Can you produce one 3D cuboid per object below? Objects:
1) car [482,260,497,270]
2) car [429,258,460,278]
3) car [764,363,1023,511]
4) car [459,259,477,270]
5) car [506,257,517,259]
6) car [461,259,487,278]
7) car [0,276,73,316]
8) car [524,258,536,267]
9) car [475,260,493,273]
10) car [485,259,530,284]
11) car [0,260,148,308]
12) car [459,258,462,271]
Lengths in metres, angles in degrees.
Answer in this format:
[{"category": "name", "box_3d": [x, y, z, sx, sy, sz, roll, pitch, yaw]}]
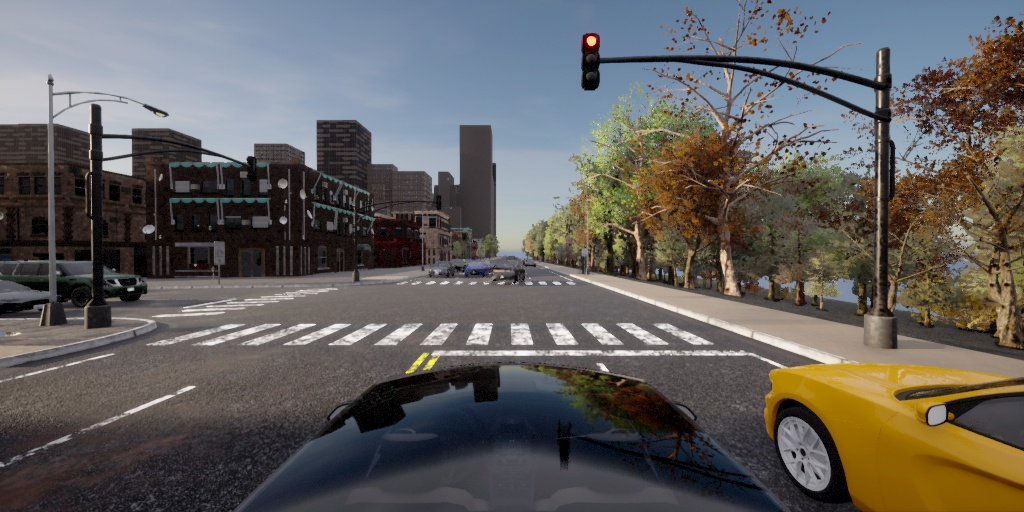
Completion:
[{"category": "car", "box_3d": [-3.388, 1.332, 54.362, 1.895, 1.301, 4.718, 0, 0, 0]}, {"category": "car", "box_3d": [-6.630, 1.231, 34.305, 2.128, 1.511, 4.902, 0, 0, 0]}, {"category": "car", "box_3d": [3.351, 1.228, 1.397, 1.882, 1.535, 5.008, 0, 0, 0]}, {"category": "car", "box_3d": [-6.642, 1.222, 54.548, 2.128, 1.511, 4.902, 0, 0, 0]}, {"category": "car", "box_3d": [0.025, 1.290, 64.523, 1.994, 1.385, 4.181, 0, 0, 0]}, {"category": "car", "box_3d": [-3.381, 1.217, 34.697, 1.882, 1.535, 5.008, 0, 0, 0]}, {"category": "car", "box_3d": [-19.961, 1.565, 13.498, 4.313, 1.339, 1.948, 0, 0, 0]}, {"category": "car", "box_3d": [3.266, 1.290, 64.501, 1.994, 1.385, 4.181, 0, 0, 1]}, {"category": "car", "box_3d": [-3.388, 1.261, 44.093, 1.812, 1.442, 4.674, 0, 0, 0]}, {"category": "car", "box_3d": [-0.215, 1.234, 26.961, 2.128, 1.511, 4.902, 0, 0, 11]}, {"category": "car", "box_3d": [-20.014, 1.194, 16.199, 5.566, 2.045, 2.150, -1, 1, -1]}, {"category": "car", "box_3d": [-6.641, 1.087, 44.179, 2.097, 1.767, 4.553, 0, 0, 0]}]
